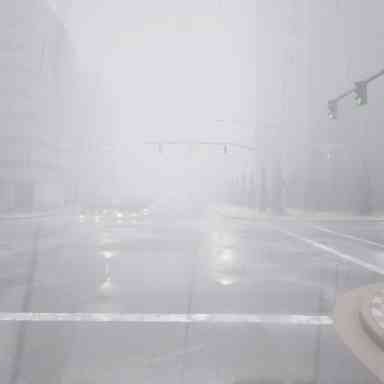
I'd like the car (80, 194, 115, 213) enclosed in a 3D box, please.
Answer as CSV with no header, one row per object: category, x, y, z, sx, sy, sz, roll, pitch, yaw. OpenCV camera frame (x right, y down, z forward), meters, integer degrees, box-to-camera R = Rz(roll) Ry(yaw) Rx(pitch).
car,-10.546,1.221,36.736,2.150,2.045,5.566,0,0,0

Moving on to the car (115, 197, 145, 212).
car,-7.045,1.352,38.080,2.097,1.767,4.553,0,0,0

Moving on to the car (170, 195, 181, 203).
car,-3.404,1.505,66.674,1.837,1.490,4.892,0,0,0

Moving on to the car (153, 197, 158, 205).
car,-7.001,1.564,56.943,1.994,1.385,4.181,0,0,0

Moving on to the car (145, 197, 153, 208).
car,-7.027,1.526,47.064,1.812,1.442,4.674,0,0,0

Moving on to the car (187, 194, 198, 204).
car,0.096,1.547,66.100,2.033,1.411,5.357,0,0,0

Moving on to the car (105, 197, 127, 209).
car,-10.531,1.477,46.438,1.882,1.535,5.008,0,0,0

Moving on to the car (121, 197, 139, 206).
car,-10.501,1.547,56.771,2.033,1.411,5.357,0,0,0

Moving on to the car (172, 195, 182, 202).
car,-3.390,1.494,76.002,2.128,1.511,4.902,0,0,0
